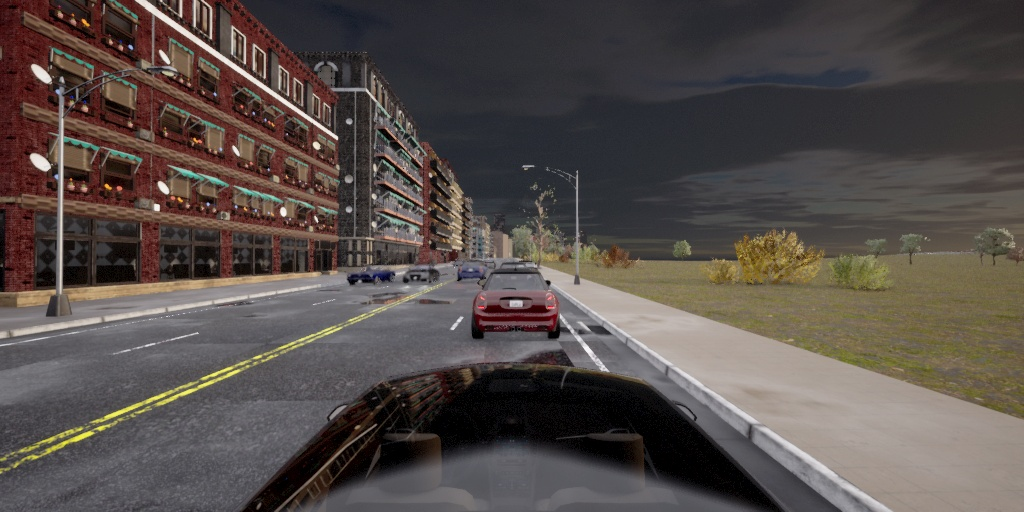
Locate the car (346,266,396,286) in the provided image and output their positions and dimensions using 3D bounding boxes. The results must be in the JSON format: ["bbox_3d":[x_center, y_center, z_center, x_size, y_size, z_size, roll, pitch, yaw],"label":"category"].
[{"bbox_3d":[-9.877,1.355,25.462,1.895,1.301,4.718,0,0,0],"label":"car"}]

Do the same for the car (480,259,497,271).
[{"bbox_3d":[-3.202,1.247,50.463,2.128,1.511,4.902,0,0,0],"label":"car"}]

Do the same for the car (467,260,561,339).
[{"bbox_3d":[0.084,1.104,10.253,2.097,1.767,4.553,0,0,0],"label":"car"}]

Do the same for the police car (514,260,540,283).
[{"bbox_3d":[1.105,1.181,29.520,1.930,1.638,5.238,0,0,0],"label":"police car"}]

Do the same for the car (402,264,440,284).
[{"bbox_3d":[-6.630,1.319,26.554,1.994,1.385,4.181,0,0,0],"label":"car"}]

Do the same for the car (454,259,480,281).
[{"bbox_3d":[-3.183,1.108,29.696,2.097,1.767,4.553,0,0,0],"label":"car"}]
